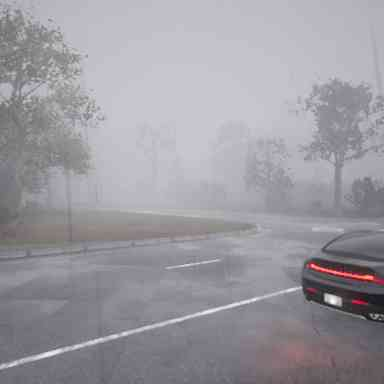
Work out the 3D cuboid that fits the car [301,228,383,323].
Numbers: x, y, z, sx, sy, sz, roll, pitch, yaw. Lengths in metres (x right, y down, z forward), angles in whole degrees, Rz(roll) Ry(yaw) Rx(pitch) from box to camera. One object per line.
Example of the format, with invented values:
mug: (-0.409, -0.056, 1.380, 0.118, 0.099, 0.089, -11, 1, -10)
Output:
car: (4.244, 1.505, 6.746, 4.892, 1.490, 1.837, 1, 0, -35)
